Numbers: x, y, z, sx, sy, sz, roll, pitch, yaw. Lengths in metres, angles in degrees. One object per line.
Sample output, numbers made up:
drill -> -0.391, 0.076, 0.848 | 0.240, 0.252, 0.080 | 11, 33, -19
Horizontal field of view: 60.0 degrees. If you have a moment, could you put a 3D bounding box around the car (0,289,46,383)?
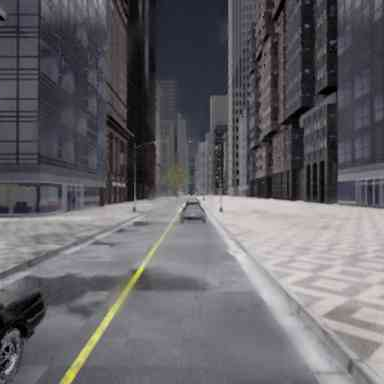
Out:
car -> -3.058, 1.608, 2.577 | 1.895, 1.301, 4.718 | 0, 0, 0

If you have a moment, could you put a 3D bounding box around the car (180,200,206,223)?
car -> 0.105, 1.628, 26.564 | 1.994, 1.385, 4.181 | 0, 0, 0

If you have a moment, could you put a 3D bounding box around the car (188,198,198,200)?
car -> 0.109, 1.603, 42.813 | 1.837, 1.490, 4.892 | 0, 0, 0
